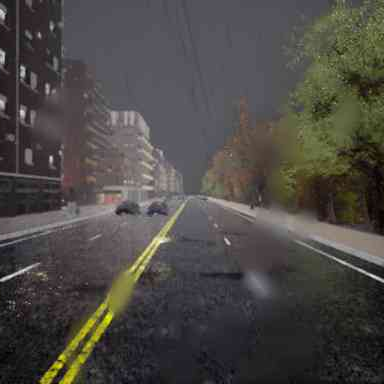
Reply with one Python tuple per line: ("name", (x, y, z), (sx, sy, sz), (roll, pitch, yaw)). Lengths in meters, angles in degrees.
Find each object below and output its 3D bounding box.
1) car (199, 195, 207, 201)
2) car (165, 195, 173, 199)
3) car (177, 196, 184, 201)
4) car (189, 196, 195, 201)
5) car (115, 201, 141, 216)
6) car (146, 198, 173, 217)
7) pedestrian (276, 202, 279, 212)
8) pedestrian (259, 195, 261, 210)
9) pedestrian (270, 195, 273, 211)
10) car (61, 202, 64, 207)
("car", (3.257, 1.800, 91.873), (1.895, 1.301, 4.718), (0, 0, 0))
("car", (-6.492, 1.607, 94.442), (2.097, 1.767, 4.553), (0, 0, 0))
("car", (-3.243, 1.777, 94.411), (2.128, 1.511, 4.902), (0, 0, 0))
("car", (0.008, 1.810, 92.289), (1.895, 1.301, 4.718), (0, 0, 0))
("car", (-6.532, 1.634, 34.483), (2.033, 1.411, 5.357), (0, 0, 1))
("car", (-3.296, 1.630, 33.185), (2.033, 1.411, 5.357), (0, 0, 1))
("pedestrian", (9.950, 1.696, 38.614), (0.375, 1.300, 0.375), (0, 0, 0))
("pedestrian", (8.014, 1.241, 39.215), (0.375, 1.860, 0.375), (0, 0, 0))
("pedestrian", (9.014, 1.237, 38.015), (0.375, 1.860, 0.375), (0, 0, 0))
("car", (-22.844, 1.960, 53.173), (4.507, 1.381, 1.887), (-1, 1, 0))
